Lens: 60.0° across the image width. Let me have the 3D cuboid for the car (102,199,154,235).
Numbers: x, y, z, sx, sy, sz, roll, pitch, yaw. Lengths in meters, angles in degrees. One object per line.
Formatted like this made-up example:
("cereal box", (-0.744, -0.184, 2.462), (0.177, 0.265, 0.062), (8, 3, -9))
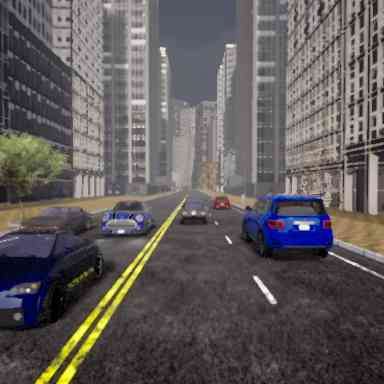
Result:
("car", (-3.250, 1.208, 17.508), (2.097, 1.767, 4.553), (0, 0, 0))

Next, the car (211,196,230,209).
("car", (3.348, 1.151, 38.936), (1.882, 1.535, 5.008), (0, 1, 0))

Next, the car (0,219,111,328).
("car", (-3.274, 1.507, 6.893), (1.994, 1.385, 4.181), (0, 0, 0))

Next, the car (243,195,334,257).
("car", (3.352, 1.120, 12.610), (2.150, 2.045, 5.566), (0, 1, 0))

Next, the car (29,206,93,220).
("car", (-6.500, 1.411, 16.615), (2.033, 1.411, 5.357), (0, 0, 0))

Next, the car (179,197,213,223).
("car", (0.100, 1.355, 23.353), (2.033, 1.411, 5.357), (0, 0, 0))
